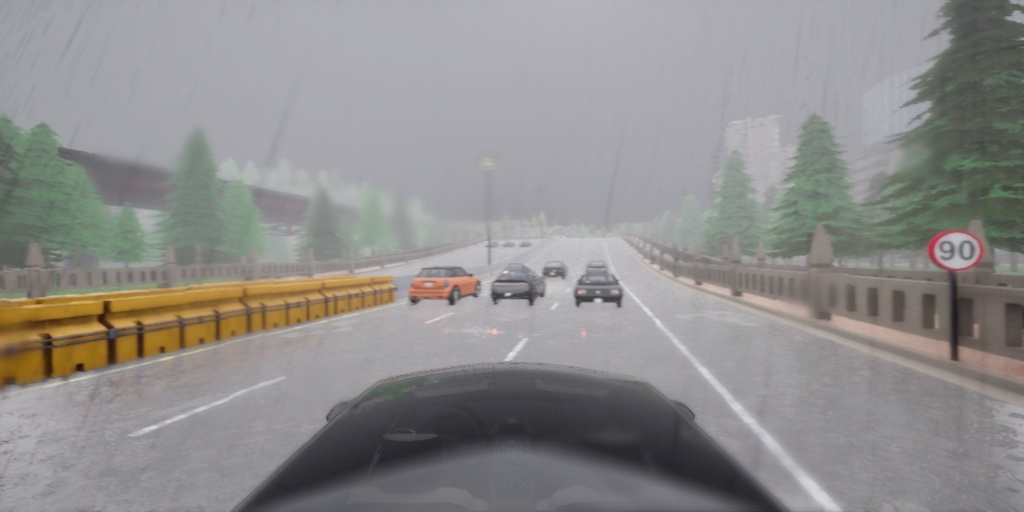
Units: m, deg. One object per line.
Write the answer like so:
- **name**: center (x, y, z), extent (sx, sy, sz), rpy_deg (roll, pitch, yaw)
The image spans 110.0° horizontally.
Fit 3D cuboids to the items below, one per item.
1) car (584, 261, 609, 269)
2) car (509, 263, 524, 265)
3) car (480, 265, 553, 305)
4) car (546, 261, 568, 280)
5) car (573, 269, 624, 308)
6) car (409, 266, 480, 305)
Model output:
- **car**: center (7.209, 1.143, 30.530), extent (2.128, 1.511, 4.902), rpy_deg (-1, 2, 13)
- **car**: center (0.399, 1.313, 32.141), extent (1.994, 1.385, 4.181), rpy_deg (-1, 2, 13)
- **car**: center (0.408, 1.347, 16.709), extent (2.128, 1.511, 4.902), rpy_deg (-1, 0, 13)
- **car**: center (3.842, 1.171, 31.498), extent (1.882, 1.535, 5.008), rpy_deg (-1, 2, 13)
- **car**: center (3.772, 1.405, 15.725), extent (1.895, 1.301, 4.718), rpy_deg (-1, 0, 13)
- **car**: center (-3.047, 1.253, 17.318), extent (2.097, 1.767, 4.553), rpy_deg (-1, -1, 13)
